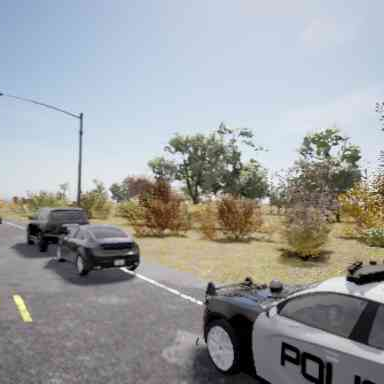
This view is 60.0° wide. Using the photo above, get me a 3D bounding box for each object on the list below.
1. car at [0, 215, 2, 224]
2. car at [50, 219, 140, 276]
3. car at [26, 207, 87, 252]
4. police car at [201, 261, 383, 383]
[{"bbox_3d":[-21.269,2.615,34.960,1.994,1.385,4.181,3,-3,-37],"label":"car"},{"bbox_3d":[-3.526,1.934,12.014,1.837,1.490,4.892,2,-3,-34],"label":"car"},{"bbox_3d":[-6.953,1.793,17.024,2.150,2.045,5.566,2,-3,-35],"label":"car"},{"bbox_3d":[1.964,1.613,3.728,1.930,1.638,5.238,2,-3,-33],"label":"police car"}]
